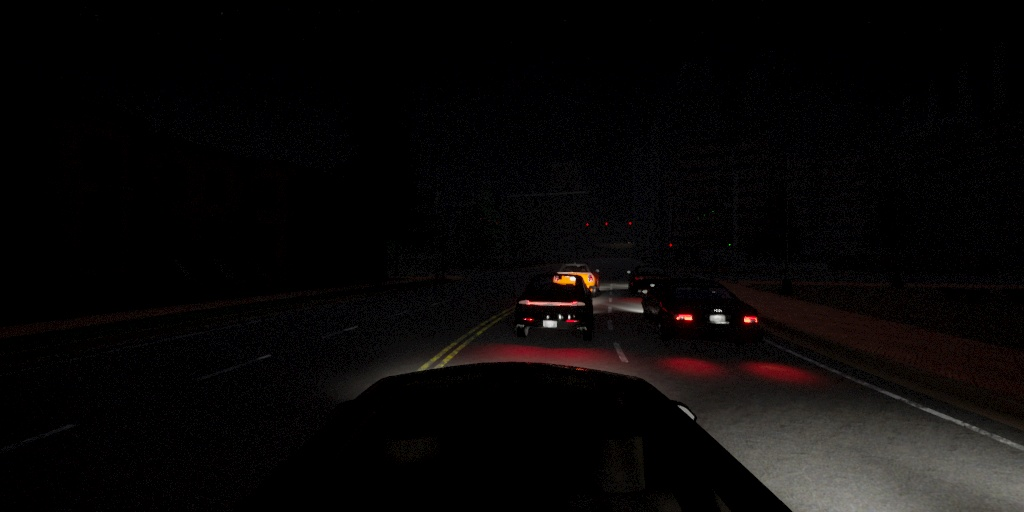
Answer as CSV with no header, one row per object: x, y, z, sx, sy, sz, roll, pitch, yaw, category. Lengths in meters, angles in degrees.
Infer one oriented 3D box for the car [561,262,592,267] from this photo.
3.481,1.097,18.929,2.097,1.767,4.553,0,0,16,car

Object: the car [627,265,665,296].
7.249,1.223,19.102,1.882,1.535,5.008,0,0,16,car

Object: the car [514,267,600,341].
1.319,1.239,10.040,2.128,1.511,4.902,0,0,12,car

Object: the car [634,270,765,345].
4.692,1.295,9.613,2.033,1.411,5.357,0,0,13,car
